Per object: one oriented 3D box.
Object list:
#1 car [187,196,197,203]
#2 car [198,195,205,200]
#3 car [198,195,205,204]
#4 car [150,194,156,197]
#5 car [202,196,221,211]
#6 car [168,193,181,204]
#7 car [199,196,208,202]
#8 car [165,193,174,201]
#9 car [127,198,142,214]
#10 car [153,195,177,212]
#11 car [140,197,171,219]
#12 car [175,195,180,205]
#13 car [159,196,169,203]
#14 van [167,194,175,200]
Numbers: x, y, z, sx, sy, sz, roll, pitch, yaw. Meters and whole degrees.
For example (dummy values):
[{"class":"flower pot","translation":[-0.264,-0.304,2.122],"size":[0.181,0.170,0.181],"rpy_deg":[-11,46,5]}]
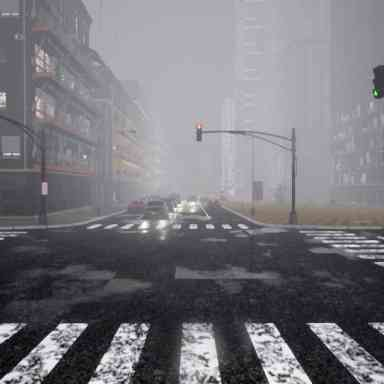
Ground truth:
[{"class":"car","translation":[0.043,1.477,69.792],"size":[1.882,1.535,5.008],"rpy_deg":[0,0,0]},{"class":"car","translation":[2.568,1.532,92.087],"size":[1.752,1.417,4.829],"rpy_deg":[-1,0,0]},{"class":"car","translation":[2.593,1.549,63.672],"size":[2.008,1.369,4.403],"rpy_deg":[-1,0,0]},{"class":"car","translation":[-5.737,1.434,41.011],"size":[1.967,1.590,4.097],"rpy_deg":[-1,0,0]},{"class":"car","translation":[2.612,1.539,41.076],"size":[1.887,1.381,4.507],"rpy_deg":[-1,0,0]},{"class":"car","translation":[-3.089,1.219,59.321],"size":[2.150,2.045,5.566],"rpy_deg":[0,0,1]},{"class":"car","translation":[2.583,1.545,74.970],"size":[1.887,1.381,4.507],"rpy_deg":[-1,0,0]},{"class":"car","translation":[-5.777,1.319,86.203],"size":[2.192,1.841,5.009],"rpy_deg":[-1,0,0]},{"class":"car","translation":[-5.730,1.539,35.363],"size":[1.887,1.381,4.507],"rpy_deg":[-1,0,0]},{"class":"car","translation":[-3.128,1.472,38.881],"size":[1.882,1.535,5.008],"rpy_deg":[0,0,0]},{"class":"car","translation":[-3.124,1.500,29.334],"size":[1.837,1.490,4.892],"rpy_deg":[0,0,0]},{"class":"car","translation":[-3.130,1.521,48.764],"size":[1.812,1.442,4.674],"rpy_deg":[0,0,0]},{"class":"car","translation":[-5.759,1.581,69.257],"size":[1.802,1.307,4.206],"rpy_deg":[-1,0,0]},{"class":"van","translation":[-5.781,1.347,91.851],"size":[1.690,1.788,3.998],"rpy_deg":[-1,0,0]}]
